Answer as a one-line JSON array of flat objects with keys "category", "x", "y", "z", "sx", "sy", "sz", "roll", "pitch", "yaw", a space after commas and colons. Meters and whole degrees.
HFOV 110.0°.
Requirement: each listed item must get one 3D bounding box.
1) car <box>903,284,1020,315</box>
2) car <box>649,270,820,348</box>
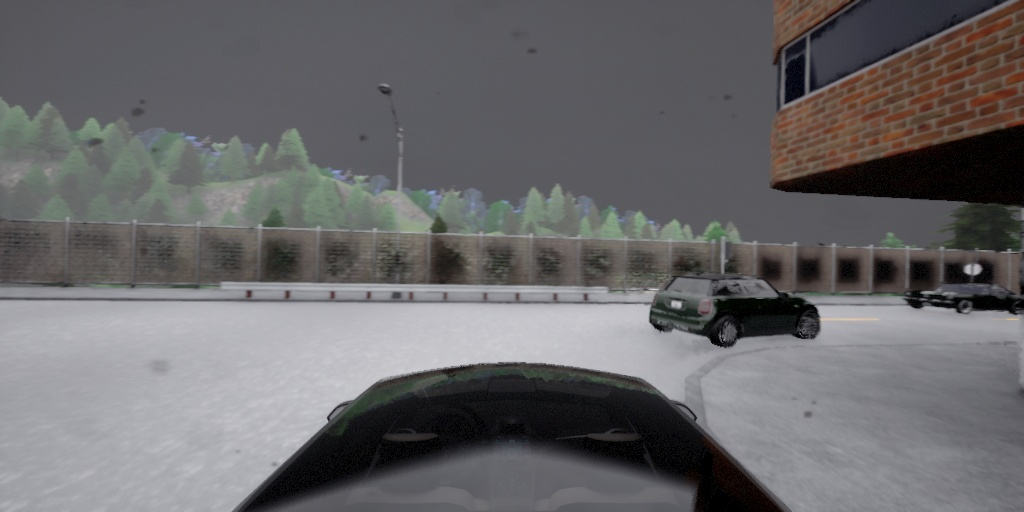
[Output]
[{"category": "car", "x": 21.032, "y": 1.935, "z": 16.603, "sx": 4.718, "sy": 1.301, "sz": 1.895, "roll": 1, "pitch": 0, "yaw": -8}, {"category": "car", "x": 6.112, "y": 1.291, "z": 9.822, "sx": 4.553, "sy": 1.767, "sz": 2.097, "roll": 1, "pitch": 0, "yaw": -22}]
